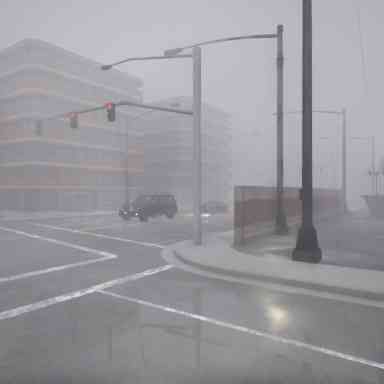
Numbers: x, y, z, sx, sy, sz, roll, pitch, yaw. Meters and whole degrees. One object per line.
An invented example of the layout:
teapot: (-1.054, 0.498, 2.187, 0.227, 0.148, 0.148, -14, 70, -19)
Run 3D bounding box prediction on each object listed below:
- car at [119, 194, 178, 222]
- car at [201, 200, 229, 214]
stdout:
car: (-3.440, 1.221, 27.305, 2.150, 2.045, 5.566, 0, 0, 35)
car: (2.216, 1.564, 35.518, 1.994, 1.385, 4.181, 0, 0, 35)
